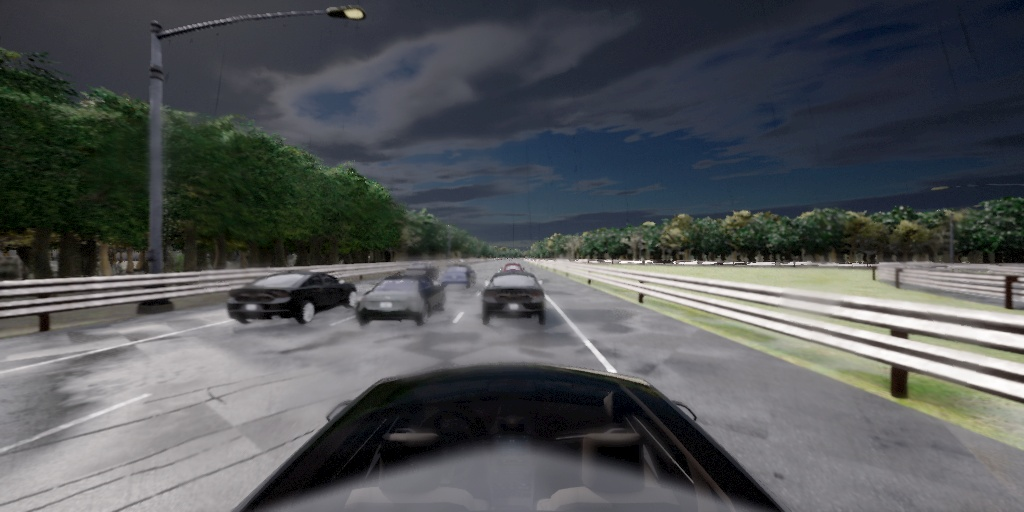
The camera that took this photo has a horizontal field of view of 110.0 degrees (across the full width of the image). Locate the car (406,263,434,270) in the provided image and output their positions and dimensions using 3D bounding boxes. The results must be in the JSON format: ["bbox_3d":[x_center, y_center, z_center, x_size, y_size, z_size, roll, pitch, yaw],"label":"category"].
[{"bbox_3d":[-6.932,1.269,27.859,2.128,1.511,4.902,0,1,0],"label":"car"}]

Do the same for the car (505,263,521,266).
[{"bbox_3d":[0.073,1.318,28.865,1.812,1.442,4.674,0,0,0],"label":"car"}]

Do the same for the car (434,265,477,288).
[{"bbox_3d":[-3.457,1.330,24.109,2.033,1.411,5.357,0,0,1],"label":"car"}]

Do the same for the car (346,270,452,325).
[{"bbox_3d":[-3.436,1.324,11.840,1.994,1.385,4.181,0,0,0],"label":"car"}]

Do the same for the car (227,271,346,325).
[{"bbox_3d":[-6.933,1.227,12.000,1.882,1.535,5.008,0,0,0],"label":"car"}]

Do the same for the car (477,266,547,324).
[{"bbox_3d":[0.065,1.241,12.096,1.882,1.535,5.008,0,-1,0],"label":"car"}]
